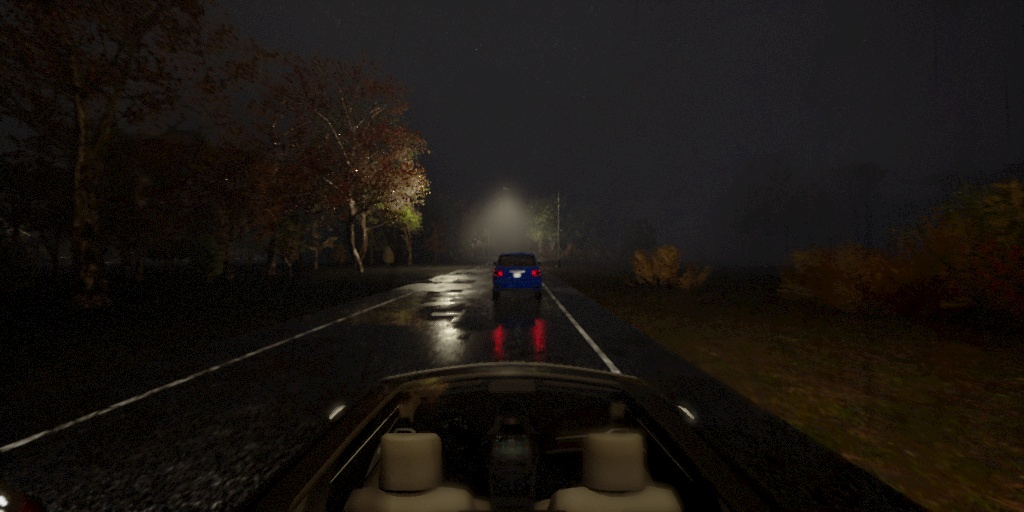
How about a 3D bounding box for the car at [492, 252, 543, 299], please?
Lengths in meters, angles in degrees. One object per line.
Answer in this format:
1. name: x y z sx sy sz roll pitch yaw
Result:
1. car: 0.244 0.837 17.082 2.150 2.045 5.566 0 1 1
